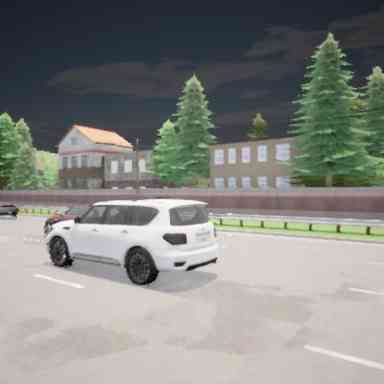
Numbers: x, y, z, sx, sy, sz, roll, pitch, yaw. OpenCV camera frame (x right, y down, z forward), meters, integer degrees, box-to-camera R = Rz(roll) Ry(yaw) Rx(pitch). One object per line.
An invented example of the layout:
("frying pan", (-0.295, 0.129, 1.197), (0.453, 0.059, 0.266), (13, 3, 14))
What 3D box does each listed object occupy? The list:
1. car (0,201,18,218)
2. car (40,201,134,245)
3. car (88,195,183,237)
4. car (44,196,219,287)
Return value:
("car", (-17.159, 1.524, 29.134), (4.902, 1.511, 2.128), (0, 0, 36))
("car", (-5.235, 1.366, 16.326), (4.553, 1.767, 2.097), (0, 0, 36))
("car", (-3.400, 1.236, 19.317), (5.566, 2.045, 2.150), (0, 0, 36))
("car", (-1.902, 1.229, 9.649), (5.566, 2.045, 2.150), (0, 0, 36))
